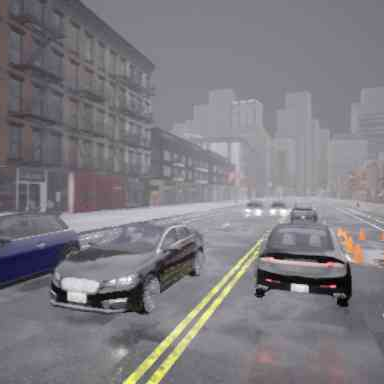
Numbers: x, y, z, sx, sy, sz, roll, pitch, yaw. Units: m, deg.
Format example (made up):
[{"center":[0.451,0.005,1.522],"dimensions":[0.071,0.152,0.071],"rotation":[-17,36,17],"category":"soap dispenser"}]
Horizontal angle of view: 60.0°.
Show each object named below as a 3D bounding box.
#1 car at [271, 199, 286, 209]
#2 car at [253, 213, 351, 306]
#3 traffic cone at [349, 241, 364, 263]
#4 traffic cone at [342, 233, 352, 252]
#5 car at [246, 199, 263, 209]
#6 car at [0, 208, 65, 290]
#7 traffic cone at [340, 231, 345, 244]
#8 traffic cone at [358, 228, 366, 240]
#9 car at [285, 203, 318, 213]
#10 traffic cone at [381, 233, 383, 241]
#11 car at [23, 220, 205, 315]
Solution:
[{"center":[12.507,1.725,47.930],"dimensions":[1.895,1.301,4.718],"rotation":[1,0,19],"category":"car"},{"center":[2.710,1.517,8.259],"dimensions":[2.128,1.511,4.902],"rotation":[1,0,19],"category":"car"},{"center":[5.515,2.018,11.047],"dimensions":[0.340,0.580,0.340],"rotation":[1,0,19],"category":"traffic cone"},{"center":[6.156,2.025,12.942],"dimensions":[0.340,0.580,0.340],"rotation":[1,0,19],"category":"traffic cone"},{"center":[9.036,1.672,47.809],"dimensions":[1.895,1.301,4.718],"rotation":[1,0,19],"category":"car"},{"center":[-4.607,1.271,7.517],"dimensions":[2.097,1.767,4.553],"rotation":[1,0,19],"category":"car"},{"center":[6.797,2.031,14.837],"dimensions":[0.340,0.580,0.340],"rotation":[1,0,19],"category":"traffic cone"},{"center":[8.385,2.053,16.411],"dimensions":[0.340,0.580,0.340],"rotation":[1,0,19],"category":"traffic cone"},{"center":[8.567,1.578,25.574],"dimensions":[2.128,1.511,4.902],"rotation":[1,0,19],"category":"car"},{"center":[9.332,2.067,16.090],"dimensions":[0.340,0.580,0.340],"rotation":[1,0,19],"category":"traffic cone"},{"center":[-1.097,1.461,7.758],"dimensions":[2.128,1.511,4.902],"rotation":[1,0,19],"category":"car"}]
